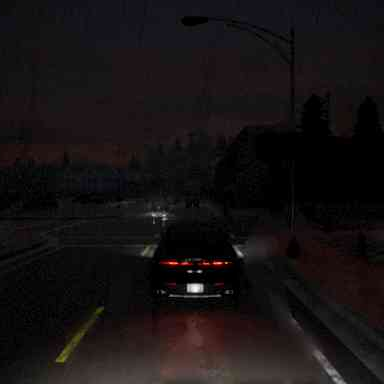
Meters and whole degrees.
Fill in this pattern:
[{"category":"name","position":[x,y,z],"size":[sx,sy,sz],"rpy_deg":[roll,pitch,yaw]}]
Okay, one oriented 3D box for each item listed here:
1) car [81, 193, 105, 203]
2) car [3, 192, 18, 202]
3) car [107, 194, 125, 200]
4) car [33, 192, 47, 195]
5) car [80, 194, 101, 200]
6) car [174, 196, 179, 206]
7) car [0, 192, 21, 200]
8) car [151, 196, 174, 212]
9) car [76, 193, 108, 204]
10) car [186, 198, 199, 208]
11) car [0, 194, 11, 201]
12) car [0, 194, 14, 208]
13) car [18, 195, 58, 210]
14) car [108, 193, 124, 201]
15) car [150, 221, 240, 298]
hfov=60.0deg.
[{"category":"car","position":[-17.713,1.033,59.676],"size":[3.866,1.878,1.905],"rpy_deg":[0,0,0]},{"category":"car","position":[-35.811,1.251,63.136],"size":[4.514,1.523,2.007],"rpy_deg":[0,0,0]},{"category":"car","position":[-18.054,1.170,78.888],"size":[3.806,1.475,1.970],"rpy_deg":[0,0,0]},{"category":"car","position":[-35.111,1.038,75.593],"size":[4.605,1.855,1.932],"rpy_deg":[0,0,0]},{"category":"car","position":[-25.107,1.232,82.544],"size":[4.514,1.523,2.007],"rpy_deg":[0,0,0]},{"category":"car","position":[-3.621,1.472,54.389],"size":[1.812,1.442,4.674],"rpy_deg":[0,0,0]},{"category":"car","position":[-42.983,1.014,78.872],"size":[3.866,1.878,1.905],"rpy_deg":[0,0,0]},{"category":"car","position":[-3.630,1.453,38.529],"size":[2.128,1.511,4.902],"rpy_deg":[0,0,0]},{"category":"car","position":[-17.298,1.057,56.771],"size":[4.605,1.855,1.932],"rpy_deg":[0,0,0]},{"category":"car","position":[0.060,1.553,48.440],"size":[1.895,1.301,4.718],"rpy_deg":[0,0,0]},{"category":"car","position":[-43.591,1.302,75.547],"size":[3.806,1.475,1.970],"rpy_deg":[0,0,0]},{"category":"car","position":[-24.841,1.359,41.160],"size":[3.806,1.475,1.970],"rpy_deg":[0,0,0]},{"category":"car","position":[-17.417,1.351,38.187],"size":[3.633,1.501,1.845],"rpy_deg":[0,0,0]},{"category":"car","position":[-17.725,1.097,72.470],"size":[5.027,1.636,2.152],"rpy_deg":[0,0,0]},{"category":"car","position":[0.069,1.496,8.470],"size":[1.837,1.490,4.892],"rpy_deg":[0,0,0]}]
